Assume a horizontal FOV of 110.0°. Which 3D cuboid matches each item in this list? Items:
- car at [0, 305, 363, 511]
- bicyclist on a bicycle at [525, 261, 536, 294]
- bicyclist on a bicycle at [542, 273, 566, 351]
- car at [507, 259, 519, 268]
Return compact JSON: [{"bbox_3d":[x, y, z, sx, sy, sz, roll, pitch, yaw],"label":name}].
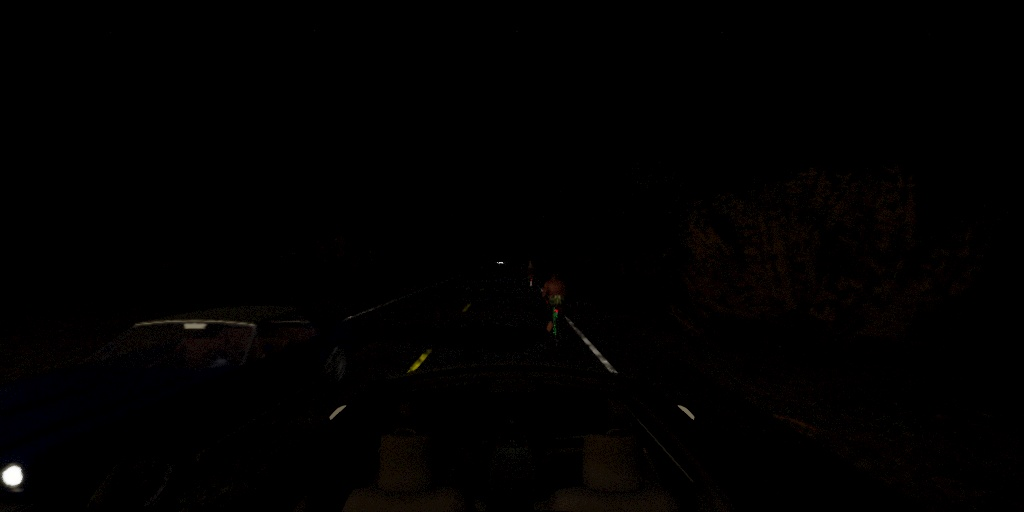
[{"bbox_3d":[-3.600,1.351,4.208,1.895,1.301,4.718,0,0,0],"label":"car"},{"bbox_3d":[0.960,1.120,18.614,0.659,1.776,1.843,0,0,0],"label":"bicyclist on a bicycle"},{"bbox_3d":[0.962,1.203,8.043,0.582,1.620,1.656,0,0,0],"label":"bicyclist on a bicycle"},{"bbox_3d":[0.094,1.313,60.120,1.994,1.385,4.181,0,0,0],"label":"car"}]
